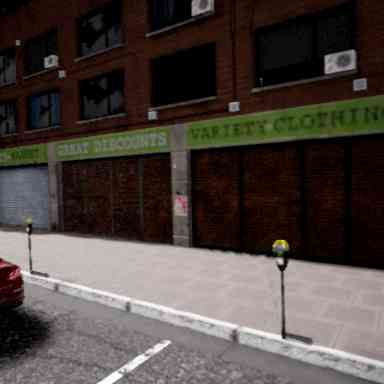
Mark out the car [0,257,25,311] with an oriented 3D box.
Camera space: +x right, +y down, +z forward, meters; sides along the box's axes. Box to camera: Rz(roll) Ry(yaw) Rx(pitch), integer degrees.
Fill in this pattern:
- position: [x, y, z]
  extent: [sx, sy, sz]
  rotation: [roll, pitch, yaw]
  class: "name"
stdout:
- position: [-4.627, 1.417, 5.848]
  extent: [4.206, 1.307, 1.802]
  rotation: [0, 2, 34]
  class: "car"
